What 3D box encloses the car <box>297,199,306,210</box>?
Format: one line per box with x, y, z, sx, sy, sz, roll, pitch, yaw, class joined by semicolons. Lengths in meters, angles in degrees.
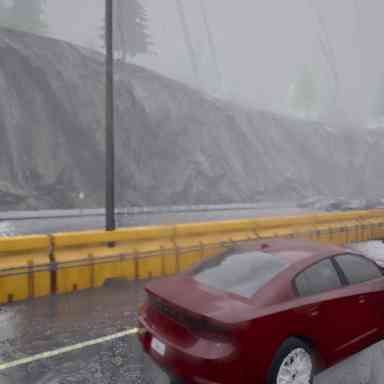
14.206;1.247;38.024;5.008;1.535;1.882;0;0;-28;car

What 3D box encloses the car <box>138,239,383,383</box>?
1.665;1.449;4.956;5.008;1.535;1.882;-1;0;-35;car

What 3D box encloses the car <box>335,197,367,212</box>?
16.345;1.330;31.289;5.357;1.411;2.033;0;0;-28;car

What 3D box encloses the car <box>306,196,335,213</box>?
14.589;1.274;34.258;4.902;1.511;2.128;0;0;-28;car

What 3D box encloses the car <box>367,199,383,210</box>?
17.550;1.336;27.974;5.357;1.411;2.033;-1;0;-28;car
